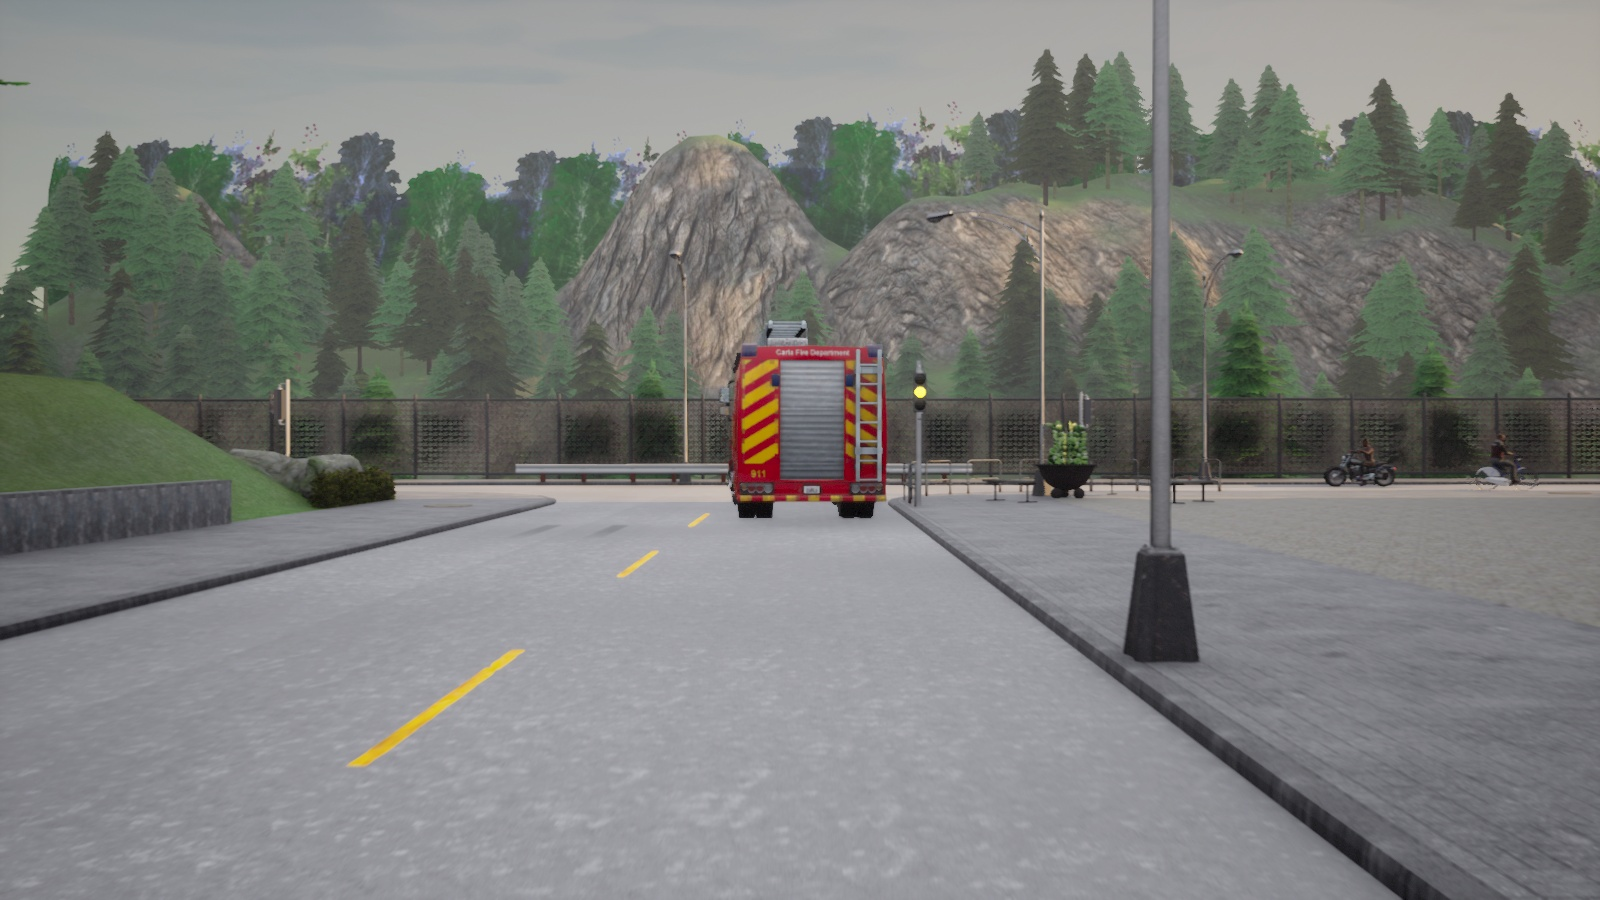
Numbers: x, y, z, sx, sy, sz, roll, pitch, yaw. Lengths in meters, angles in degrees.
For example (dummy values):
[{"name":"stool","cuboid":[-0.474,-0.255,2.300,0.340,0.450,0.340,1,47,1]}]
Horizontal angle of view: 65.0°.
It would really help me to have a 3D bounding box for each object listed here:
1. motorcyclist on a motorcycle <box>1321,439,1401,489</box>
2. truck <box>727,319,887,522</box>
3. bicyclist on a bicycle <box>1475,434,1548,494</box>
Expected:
[{"name":"motorcyclist on a motorcycle","cuboid":[18.760,0.475,42.027,2.350,1.649,0.766,0,0,0]},{"name":"truck","cuboid":[-0.102,-0.576,27.922,2.891,3.827,8.468,0,0,-4]},{"name":"bicyclist on a bicycle","cuboid":[21.517,0.420,38.008,1.843,1.776,0.659,0,0,0]}]
